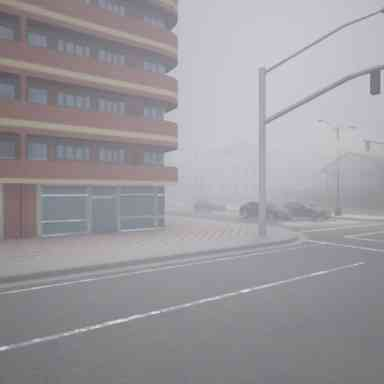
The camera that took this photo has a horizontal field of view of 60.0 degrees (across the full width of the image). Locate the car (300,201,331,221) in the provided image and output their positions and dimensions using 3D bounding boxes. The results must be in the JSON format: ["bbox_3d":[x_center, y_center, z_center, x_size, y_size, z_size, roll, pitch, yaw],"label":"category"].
[{"bbox_3d":[9.310,1.525,27.939,1.812,1.442,4.674,0,0,-34],"label":"car"}]

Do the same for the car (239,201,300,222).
[{"bbox_3d":[5.880,1.500,26.727,1.837,1.490,4.892,0,1,-34],"label":"car"}]

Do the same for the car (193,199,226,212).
[{"bbox_3d":[1.945,1.526,38.641,1.812,1.442,4.674,0,0,-35],"label":"car"}]
